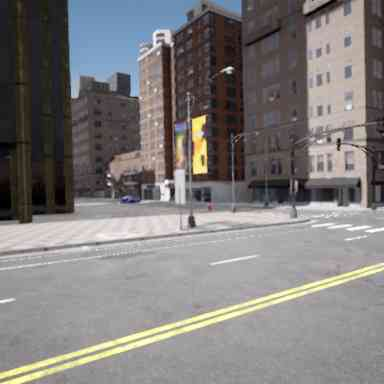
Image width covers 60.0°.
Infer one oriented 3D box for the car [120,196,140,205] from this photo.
[{"bbox_3d":[-10.510,1.337,56.611,1.882,1.535,5.008,-2,1,-35],"label":"car"}]
